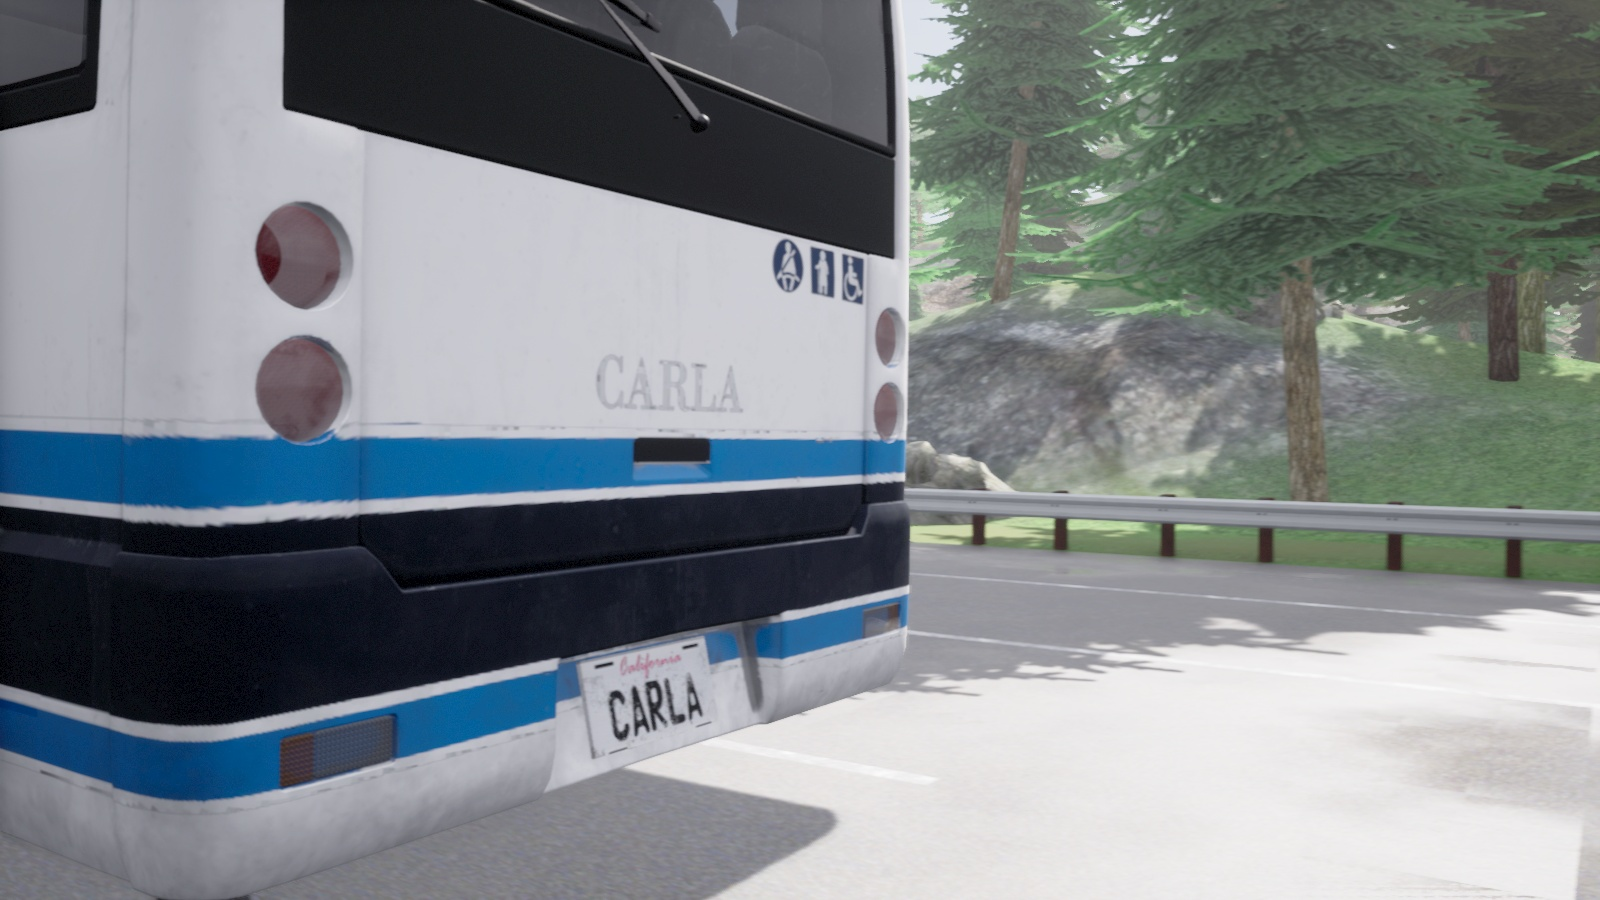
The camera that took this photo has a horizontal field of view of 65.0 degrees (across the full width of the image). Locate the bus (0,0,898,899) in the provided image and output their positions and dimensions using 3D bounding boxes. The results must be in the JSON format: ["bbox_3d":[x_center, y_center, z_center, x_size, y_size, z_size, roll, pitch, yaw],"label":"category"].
[{"bbox_3d":[-4.933,-0.681,6.916,10.273,4.253,3.944,1,1,33],"label":"bus"}]
